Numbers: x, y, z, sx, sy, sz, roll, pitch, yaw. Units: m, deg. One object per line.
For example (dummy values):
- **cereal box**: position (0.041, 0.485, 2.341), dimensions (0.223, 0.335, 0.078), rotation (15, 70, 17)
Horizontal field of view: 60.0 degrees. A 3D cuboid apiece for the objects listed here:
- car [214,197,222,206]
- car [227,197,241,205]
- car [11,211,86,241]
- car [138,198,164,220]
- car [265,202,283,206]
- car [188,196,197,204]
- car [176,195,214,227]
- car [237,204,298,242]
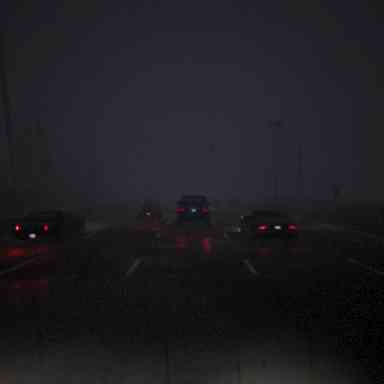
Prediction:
- **car**: position (3.590, 1.520, 52.686), dimensions (1.812, 1.442, 4.674), rotation (0, 0, 0)
- **car**: position (7.091, 1.558, 56.727), dimensions (1.994, 1.385, 4.181), rotation (0, 0, 0)
- **car**: position (-6.903, 1.599, 16.641), dimensions (1.895, 1.301, 4.718), rotation (0, 0, 0)
- **car**: position (-3.406, 1.523, 28.231), dimensions (1.812, 1.442, 4.674), rotation (0, 0, 0)
- **car**: position (7.095, 1.561, 29.306), dimensions (1.994, 1.385, 4.181), rotation (0, 0, 0)
- **car**: position (0.091, 1.519, 64.597), dimensions (1.812, 1.442, 4.674), rotation (0, 0, 0)
- **car**: position (0.095, 1.219, 22.935), dimensions (2.150, 2.045, 5.566), rotation (0, 0, 0)
- **car**: position (3.598, 1.546, 16.444), dimensions (2.033, 1.411, 5.357), rotation (0, 0, 0)
